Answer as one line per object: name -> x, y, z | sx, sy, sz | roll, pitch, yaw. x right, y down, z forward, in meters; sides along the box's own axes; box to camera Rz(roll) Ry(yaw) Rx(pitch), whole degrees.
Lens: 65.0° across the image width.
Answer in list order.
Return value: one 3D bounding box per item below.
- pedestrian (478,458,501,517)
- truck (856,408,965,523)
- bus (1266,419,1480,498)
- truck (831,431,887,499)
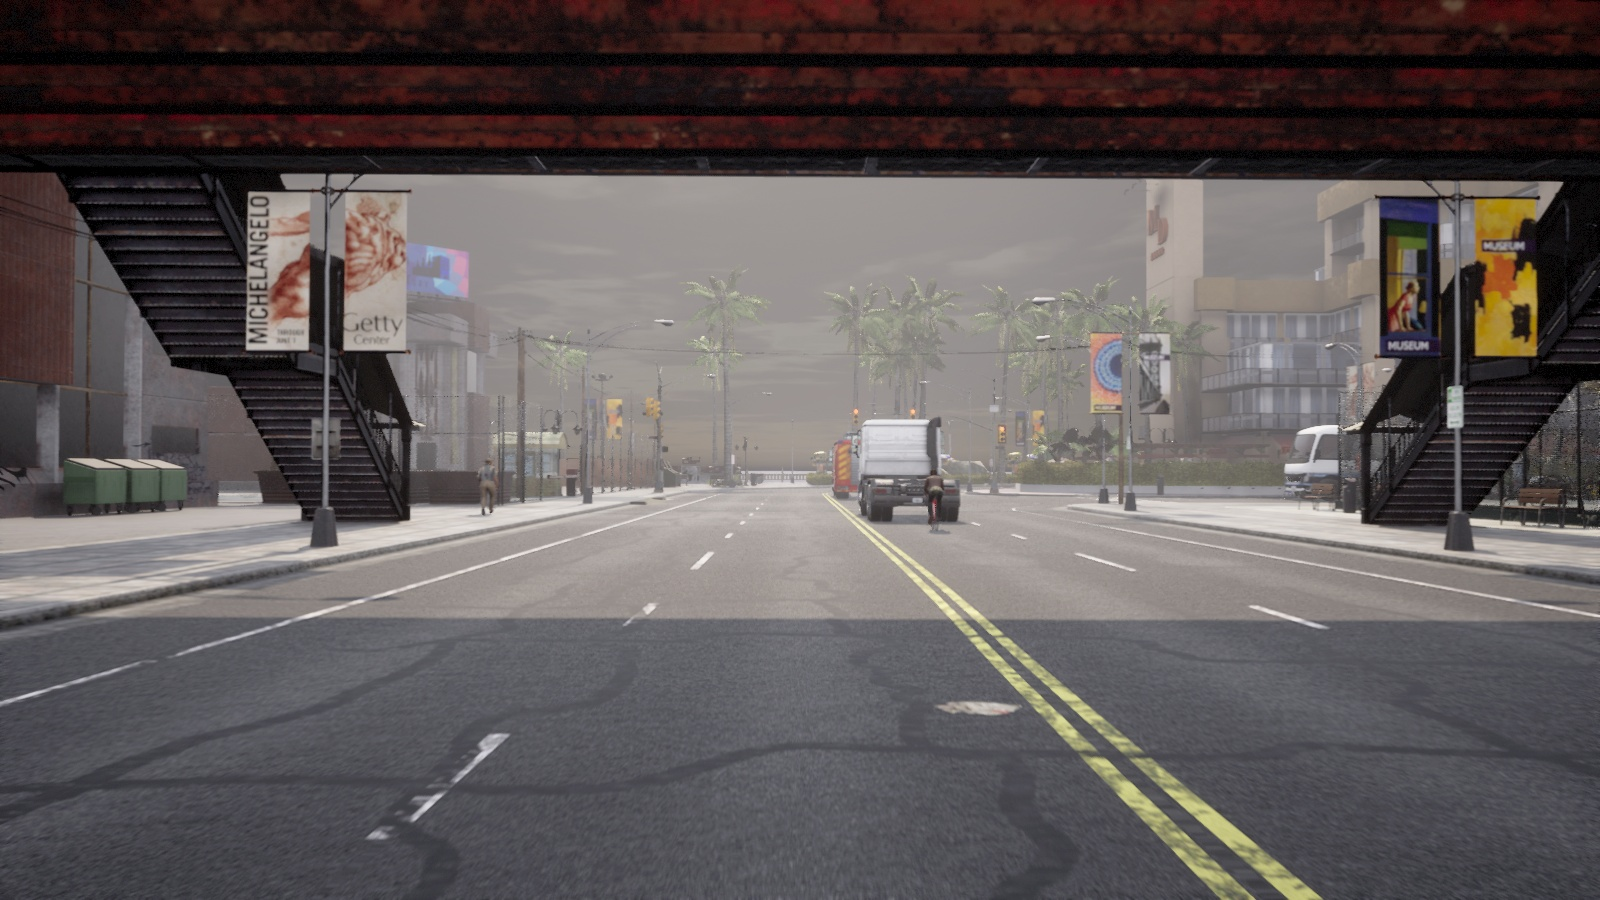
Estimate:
pedestrian -> -9.683, 1.166, 39.191 | 0.540, 1.848, 0.694 | 0, -1, -1
truck -> 3.524, 0.520, 41.870 | 2.891, 3.462, 7.936 | 0, -1, 0
bus -> 32.118, 0.494, 70.741 | 10.273, 4.253, 3.944 | 0, -1, -1
truck -> 3.446, 0.891, 74.967 | 2.891, 3.827, 8.468 | 0, -1, 0
